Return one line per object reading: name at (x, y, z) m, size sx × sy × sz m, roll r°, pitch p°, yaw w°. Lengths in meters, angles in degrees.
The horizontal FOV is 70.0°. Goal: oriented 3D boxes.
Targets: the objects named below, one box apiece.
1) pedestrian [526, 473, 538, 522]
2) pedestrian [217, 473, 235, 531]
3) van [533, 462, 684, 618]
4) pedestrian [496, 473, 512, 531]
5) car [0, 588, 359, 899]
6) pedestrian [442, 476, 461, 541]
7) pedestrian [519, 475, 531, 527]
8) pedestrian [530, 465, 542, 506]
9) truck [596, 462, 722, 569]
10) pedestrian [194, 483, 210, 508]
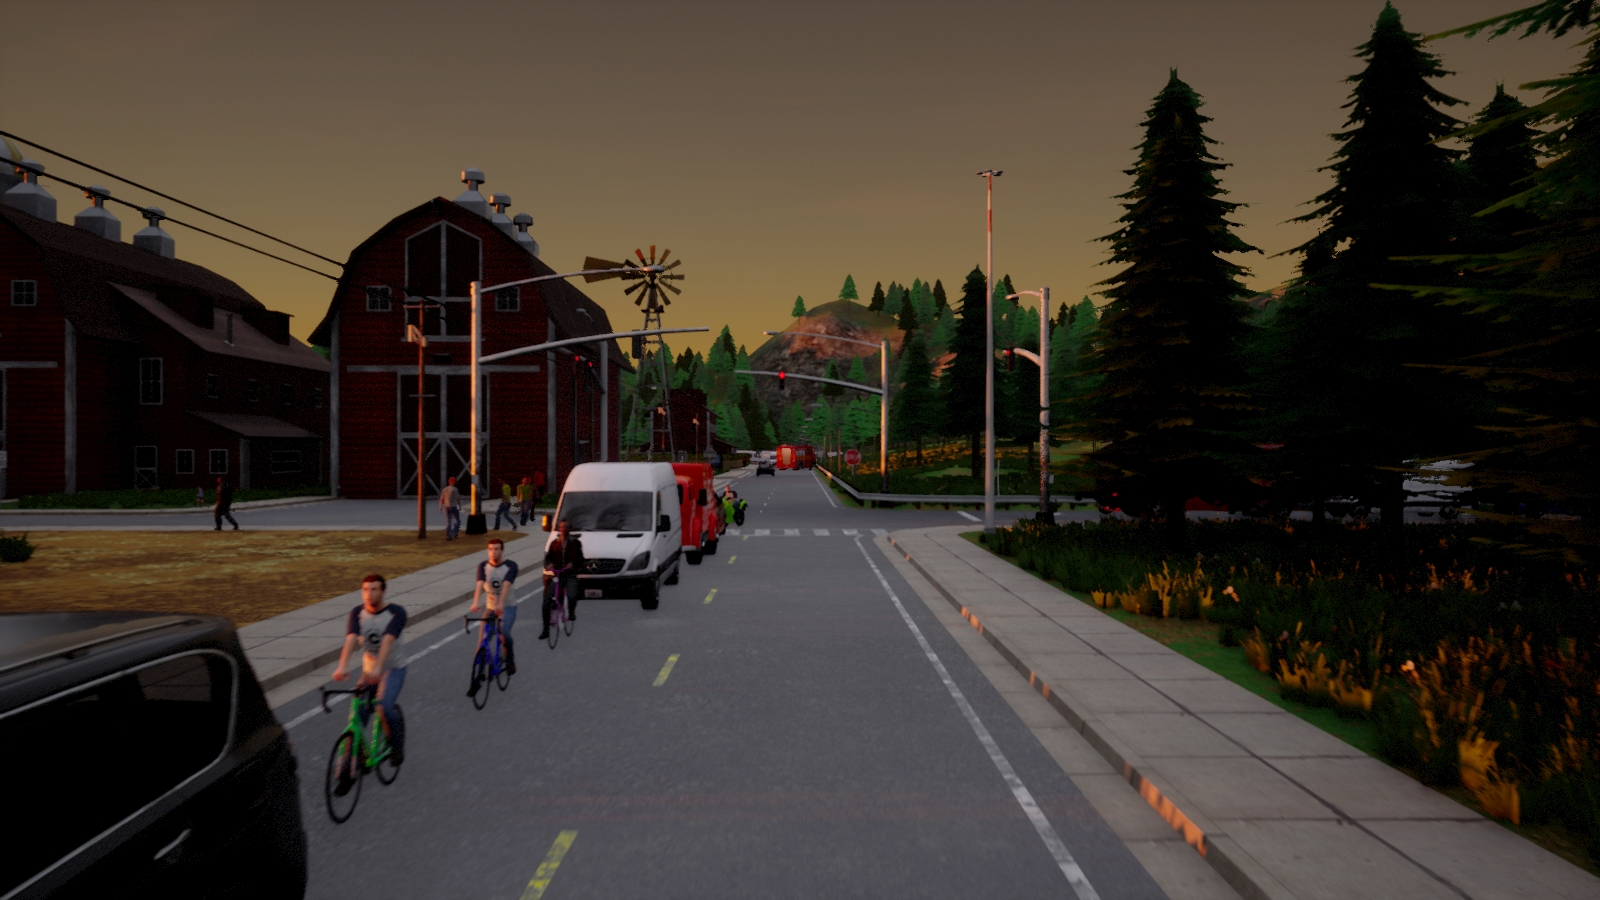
pedestrian at (-10.239, 1.821, 43.684) m, size 0.375 × 1.860 × 0.375 m, roll 0°, pitch 0°, yaw 2°
pedestrian at (-18.473, 1.672, 36.785) m, size 0.375 × 1.860 × 0.375 m, roll 0°, pitch 0°, yaw 9°
van at (-3.515, 1.534, 22.153) m, size 1.988 × 2.561 × 5.915 m, roll 0°, pitch 0°, yaw 0°
pedestrian at (-9.600, 1.673, 37.001) m, size 0.375 × 1.860 × 0.375 m, roll 0°, pitch 0°, yaw 12°
car at (-3.427, 1.779, 3.444) m, size 2.150 × 2.045 × 5.566 m, roll 0°, pitch 0°, yaw -1°
pedestrian at (-10.034, 1.676, 32.909) m, size 0.375 × 1.860 × 0.375 m, roll 0°, pitch 0°, yaw 12°
pedestrian at (-9.861, 1.822, 40.978) m, size 0.375 × 1.860 × 0.375 m, roll 0°, pitch 0°, yaw -22°
pedestrian at (-11.999, 1.612, 51.987) m, size 0.375 × 1.860 × 0.375 m, roll 0°, pitch 0°, yaw 33°
truck at (-3.485, 1.568, 29.466) m, size 2.627 × 2.467 × 5.204 m, roll 0°, pitch 0°, yaw 0°
pedestrian at (-26.583, 2.027, 50.751) m, size 0.500 × 1.100 × 0.500 m, roll 0°, pitch 0°, yaw 44°
